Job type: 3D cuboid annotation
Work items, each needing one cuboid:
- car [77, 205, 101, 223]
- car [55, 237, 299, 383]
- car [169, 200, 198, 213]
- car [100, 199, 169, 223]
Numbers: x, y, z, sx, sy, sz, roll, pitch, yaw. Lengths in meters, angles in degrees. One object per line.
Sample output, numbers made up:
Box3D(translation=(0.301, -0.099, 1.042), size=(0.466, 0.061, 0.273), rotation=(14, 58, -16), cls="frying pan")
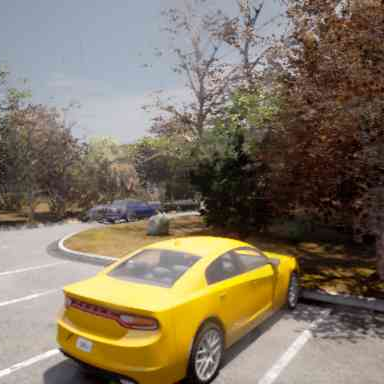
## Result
Box3D(translation=(-7.163, 1.704, 27.039), size=(1.994, 1.385, 4.181), rotation=(-4, -1, 35), cls="car")
Box3D(translation=(0.262, 1.505, 5.623), size=(2.097, 1.535, 5.008), rotation=(-1, 0, 36), cls="car")
Box3D(translation=(-1.151, 1.510, 35.462), size=(1.895, 1.301, 4.718), rotation=(-4, -1, 35), cls="car")
Box3D(translation=(-4.257, 1.288, 25.234), size=(2.097, 1.767, 4.553), rotation=(-4, -1, 36), cls="car")
